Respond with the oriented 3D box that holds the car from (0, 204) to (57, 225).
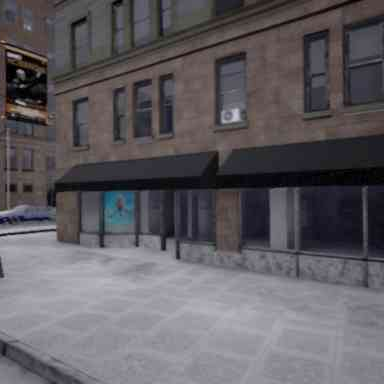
[{"bbox_3d":[-12.298,1.644,25.287,2.033,1.411,5.357,-1,-1,32],"label":"car"}]
